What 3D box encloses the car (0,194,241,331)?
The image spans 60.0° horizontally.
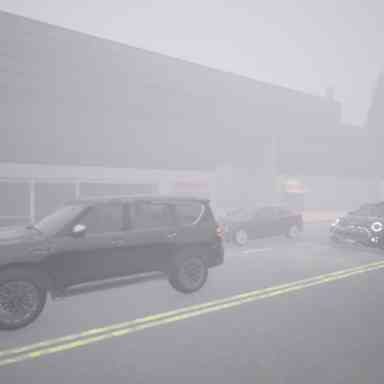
[{"bbox_3d":[-1.844,1.088,6.947,5.566,2.045,2.150,0,1,-35],"label":"car"}]

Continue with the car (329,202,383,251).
[{"bbox_3d":[7.645,1.217,13.505,4.553,1.767,2.097,0,1,-35],"label":"car"}]

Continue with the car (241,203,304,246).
[{"bbox_3d":[2.705,1.278,14.350,5.008,1.535,1.882,-1,2,-35],"label":"car"}]
